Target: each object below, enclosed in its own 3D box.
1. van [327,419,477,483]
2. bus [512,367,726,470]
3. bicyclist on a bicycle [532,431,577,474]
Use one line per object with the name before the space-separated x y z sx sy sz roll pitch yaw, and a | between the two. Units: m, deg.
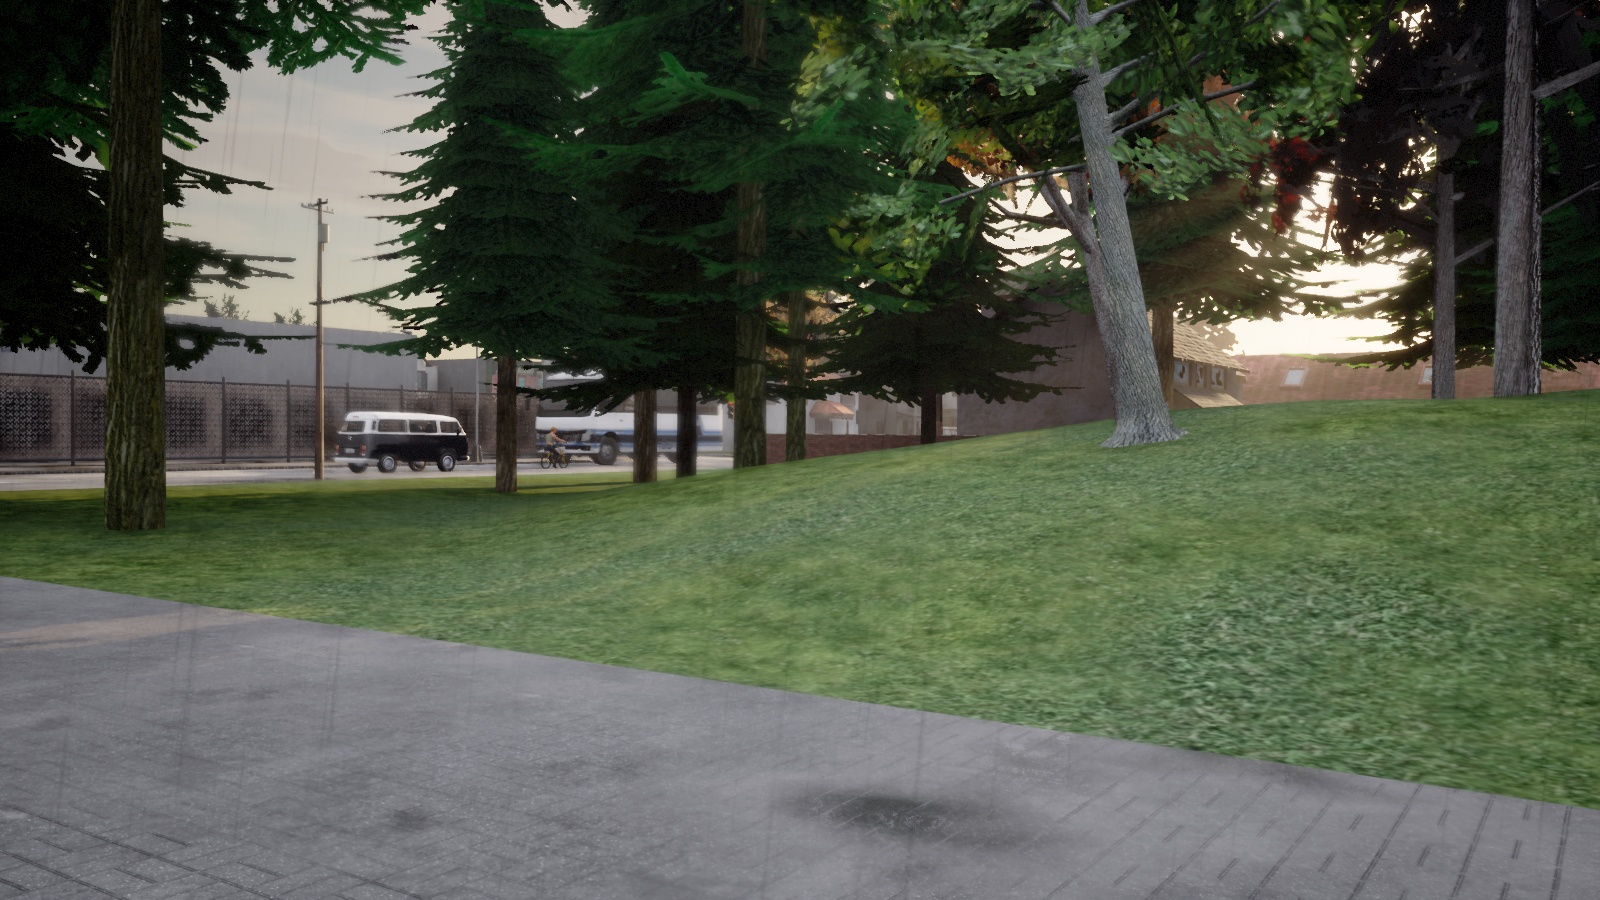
van | -13.355 -0.003 42.402 2.069 2.038 4.480 0 1 34
bus | -7.951 -1.354 57.159 3.944 4.253 10.273 0 1 32
bicyclist on a bicycle | -9.428 0.094 48.303 0.866 1.612 1.509 0 1 33
